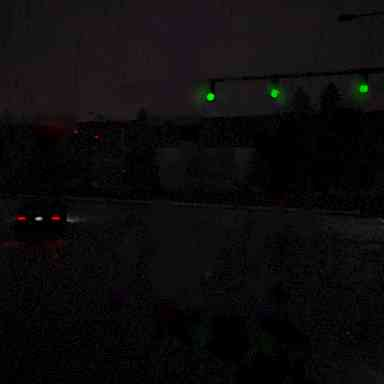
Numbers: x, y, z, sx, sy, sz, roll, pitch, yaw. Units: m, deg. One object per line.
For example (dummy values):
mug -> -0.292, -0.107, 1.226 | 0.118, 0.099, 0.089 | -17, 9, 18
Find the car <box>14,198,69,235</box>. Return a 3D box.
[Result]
car -> -6.568, 0.961, 14.743 | 2.033, 1.411, 5.357 | 1, 2, -20
